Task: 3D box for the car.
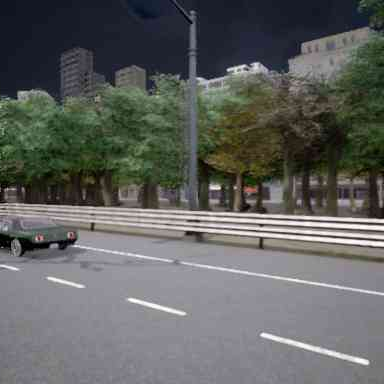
[{"bbox_3d":[-6.611,1.597,12.894,4.718,1.301,1.895,0,0,36],"label":"car"}]
